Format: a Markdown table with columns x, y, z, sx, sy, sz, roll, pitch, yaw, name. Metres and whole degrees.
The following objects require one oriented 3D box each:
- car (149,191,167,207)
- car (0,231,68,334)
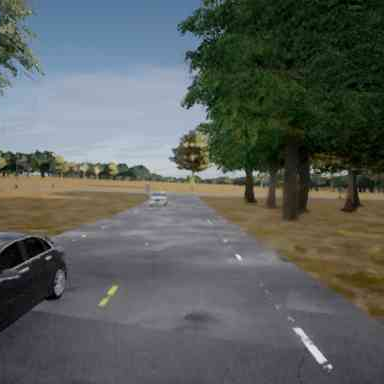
| x | y | z | sx | sy | sz | roll | pitch | yaw | name |
| --- | --- | --- | --- | --- | --- | --- | --- | --- | --- |
| -4.586 | 0.946 | 45.912 | 2.150 | 2.045 | 5.566 | 0 | 1 | -1 | car |
| -3.656 | 1.510 | 5.584 | 1.837 | 1.490 | 4.892 | 0 | 0 | -1 | car |
